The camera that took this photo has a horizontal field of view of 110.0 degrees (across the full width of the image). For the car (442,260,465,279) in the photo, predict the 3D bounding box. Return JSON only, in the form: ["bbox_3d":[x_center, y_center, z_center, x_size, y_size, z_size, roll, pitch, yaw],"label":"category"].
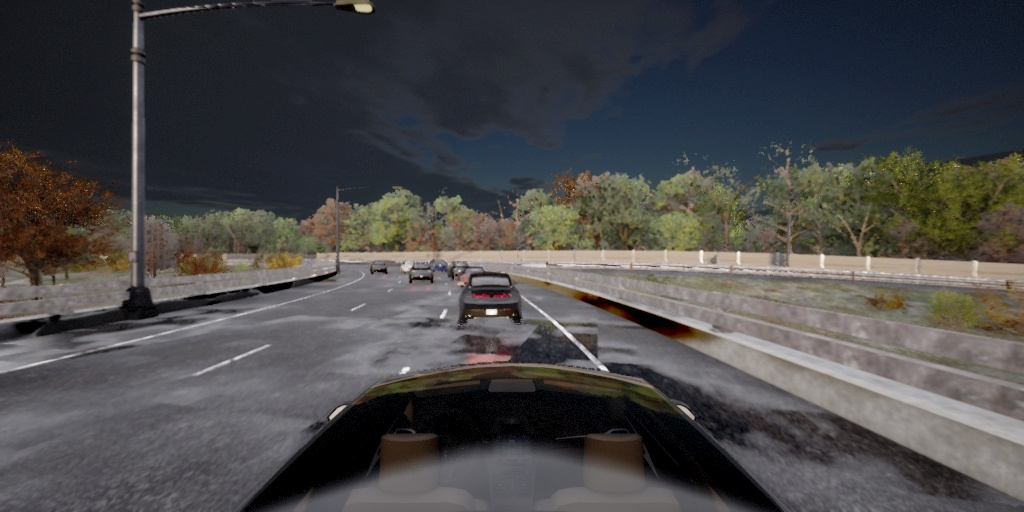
[{"bbox_3d":[-4.923,1.324,33.236,2.128,1.511,4.902,0,0,-16],"label":"car"}]

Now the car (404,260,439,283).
[{"bbox_3d":[-7.332,1.319,28.973,2.128,1.511,4.902,0,0,-14],"label":"car"}]

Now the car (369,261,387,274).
[{"bbox_3d":[-16.592,1.371,44.474,2.128,1.511,4.902,0,0,-23],"label":"car"}]

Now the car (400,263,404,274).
[{"bbox_3d":[-12.666,1.397,44.221,1.812,1.442,4.674,0,0,-23],"label":"car"}]

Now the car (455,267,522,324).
[{"bbox_3d":[-0.796,1.281,12.151,1.837,1.490,4.892,0,0,-6],"label":"car"}]

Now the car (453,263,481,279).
[{"bbox_3d":[-2.588,1.369,23.584,1.994,1.385,4.181,0,0,-12],"label":"car"}]

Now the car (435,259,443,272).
[{"bbox_3d":[-9.610,1.222,45.891,2.097,1.767,4.553,0,0,-23],"label":"car"}]
